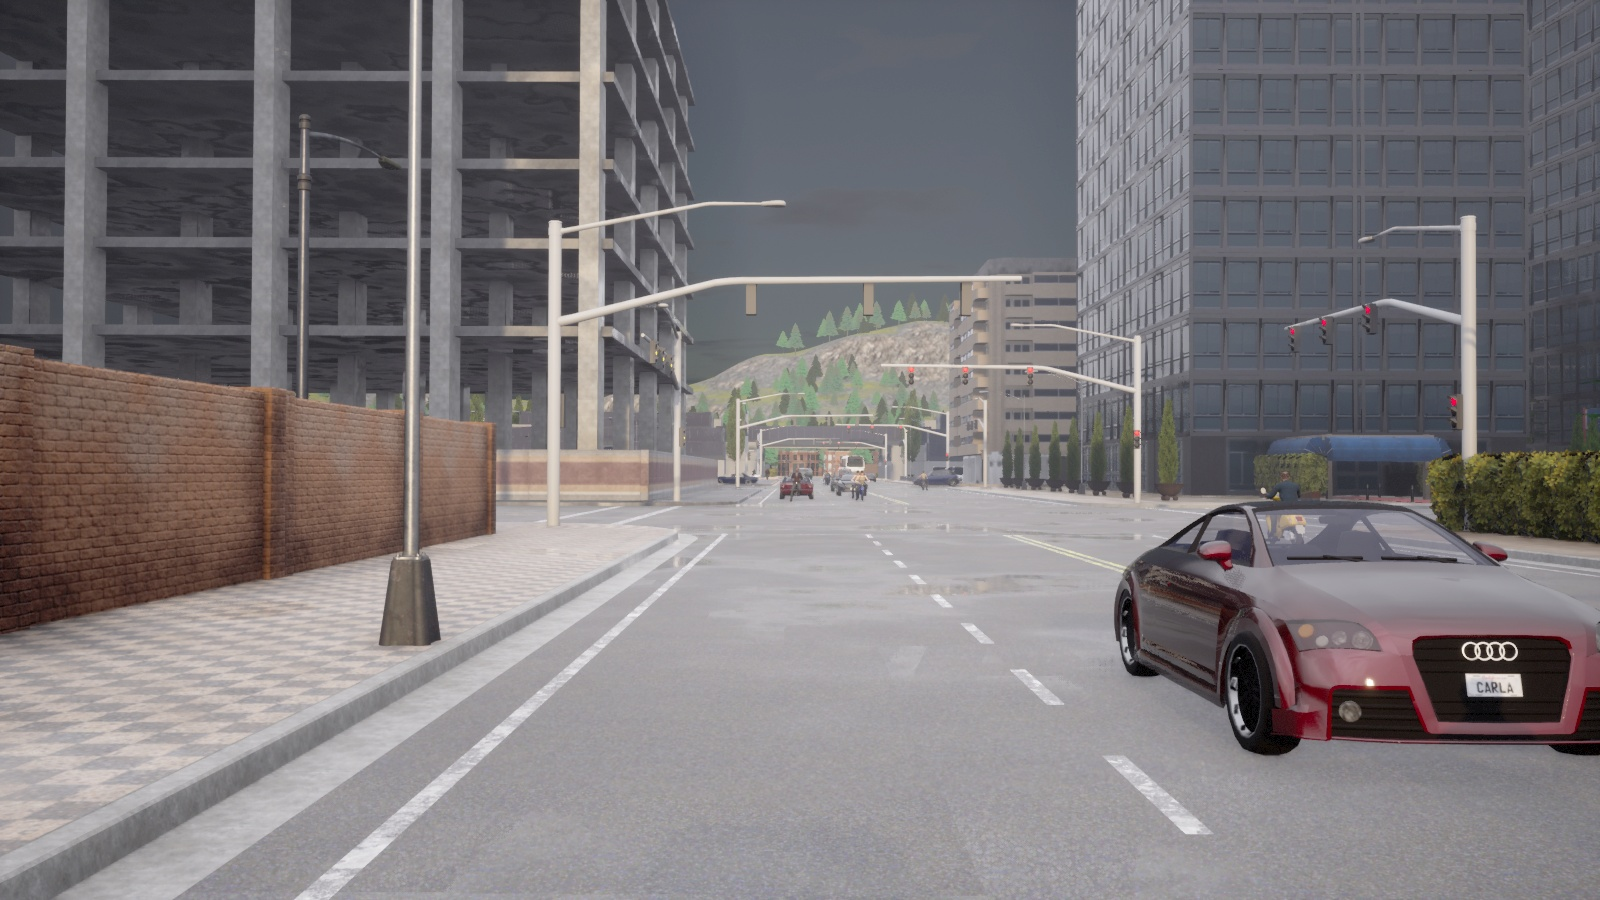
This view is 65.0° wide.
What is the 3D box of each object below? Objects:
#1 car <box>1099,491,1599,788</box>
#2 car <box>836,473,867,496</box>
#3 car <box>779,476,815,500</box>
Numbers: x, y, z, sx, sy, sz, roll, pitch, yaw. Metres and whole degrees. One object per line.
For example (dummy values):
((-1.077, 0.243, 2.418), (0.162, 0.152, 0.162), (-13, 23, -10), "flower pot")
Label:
((3.480, 1.004, 8.286), (1.994, 1.385, 4.181), (0, -1, 0), "car")
((3.309, 2.183, 80.926), (1.812, 1.442, 4.674), (0, -1, 0), "car")
((-0.164, 2.091, 70.149), (1.895, 1.301, 4.718), (0, -1, 0), "car")
